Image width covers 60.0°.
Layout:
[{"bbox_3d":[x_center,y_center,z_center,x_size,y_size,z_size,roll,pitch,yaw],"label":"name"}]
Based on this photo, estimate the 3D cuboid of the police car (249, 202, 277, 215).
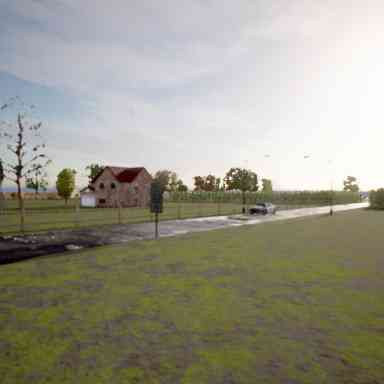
[{"bbox_3d":[8.825,2.052,41.310,2.038,1.542,4.974,1,0,35],"label":"police car"}]
